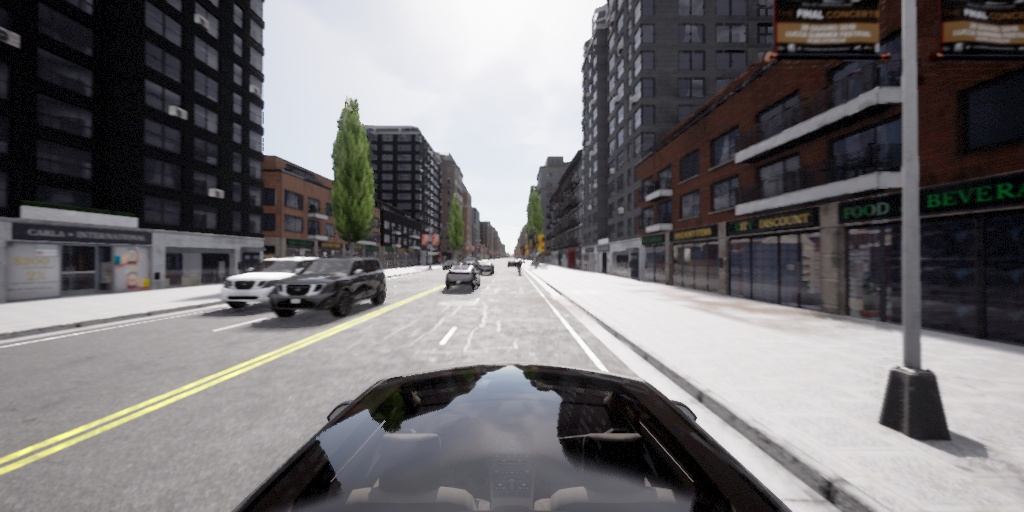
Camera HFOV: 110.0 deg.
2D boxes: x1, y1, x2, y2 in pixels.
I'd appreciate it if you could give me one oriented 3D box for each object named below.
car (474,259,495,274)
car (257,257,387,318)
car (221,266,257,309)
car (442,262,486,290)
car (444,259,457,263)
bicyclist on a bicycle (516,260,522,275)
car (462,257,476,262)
[{"bbox_3d":[-3.148,1.451,44.195,2.128,1.511,4.902,0,0,0],"label":"car"},{"bbox_3d":[-6.599,1.036,13.697,2.150,2.045,5.566,0,0,0],"label":"car"},{"bbox_3d":[-9.849,1.047,15.848,2.150,2.045,5.566,0,0,0],"label":"car"},{"bbox_3d":[-3.151,1.356,23.662,2.128,1.511,4.902,0,0,0],"label":"car"},{"bbox_3d":[-9.794,1.370,57.532,2.097,1.767,4.553,0,0,0],"label":"car"},{"bbox_3d":[0.894,1.318,41.698,0.659,1.776,1.843,0,0,0],"label":"bicyclist on a bicycle"},{"bbox_3d":[-6.546,1.231,55.942,2.150,2.045,5.566,0,0,1],"label":"car"}]
